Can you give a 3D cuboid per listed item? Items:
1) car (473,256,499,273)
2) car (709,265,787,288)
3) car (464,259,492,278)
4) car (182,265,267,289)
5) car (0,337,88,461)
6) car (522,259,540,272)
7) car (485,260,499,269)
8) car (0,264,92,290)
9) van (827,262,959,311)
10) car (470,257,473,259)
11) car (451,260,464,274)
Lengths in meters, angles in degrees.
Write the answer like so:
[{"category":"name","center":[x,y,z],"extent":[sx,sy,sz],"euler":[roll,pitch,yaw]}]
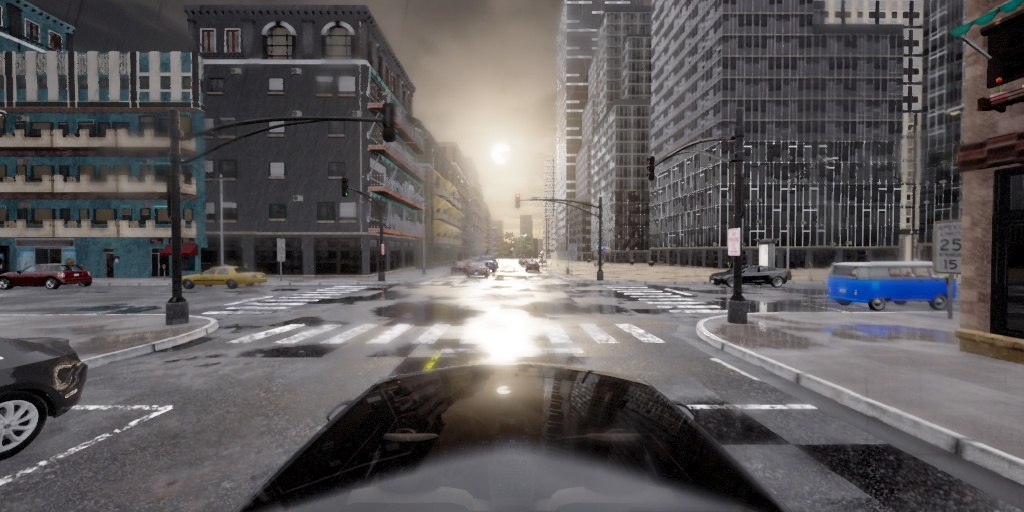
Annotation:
[{"category":"car","center":[-3.178,0.966,44.882],"extent":[2.150,2.045,5.566],"euler":[0,0,0]},{"category":"car","center":[14.638,1.215,22.293],"extent":[4.313,1.339,1.948],"euler":[0,0,0]},{"category":"car","center":[-3.159,1.270,34.261],"extent":[1.812,1.442,4.674],"euler":[0,0,0]},{"category":"car","center":[-17.920,1.247,22.180],"extent":[4.829,1.417,1.751],"euler":[0,0,0]},{"category":"car","center":[-5.692,1.300,2.219],"extent":[2.007,1.370,4.403],"euler":[0,0,0]},{"category":"car","center":[2.575,1.289,46.007],"extent":[1.888,1.381,4.507],"euler":[0,0,0]},{"category":"car","center":[-3.174,1.310,57.314],"extent":[1.994,1.385,4.181],"euler":[0,0,1]},{"category":"car","center":[-28.818,1.190,22.142],"extent":[4.097,1.591,1.967],"euler":[0,0,0]},{"category":"van","center":[14.667,1.116,13.913],"extent":[3.998,1.789,1.690],"euler":[0,0,0]},{"category":"car","center":[-5.773,1.184,45.934],"extent":[1.967,1.591,4.097],"euler":[0,0,0]},{"category":"car","center":[-5.762,1.289,40.285],"extent":[1.888,1.381,4.507],"euler":[0,0,0]}]
